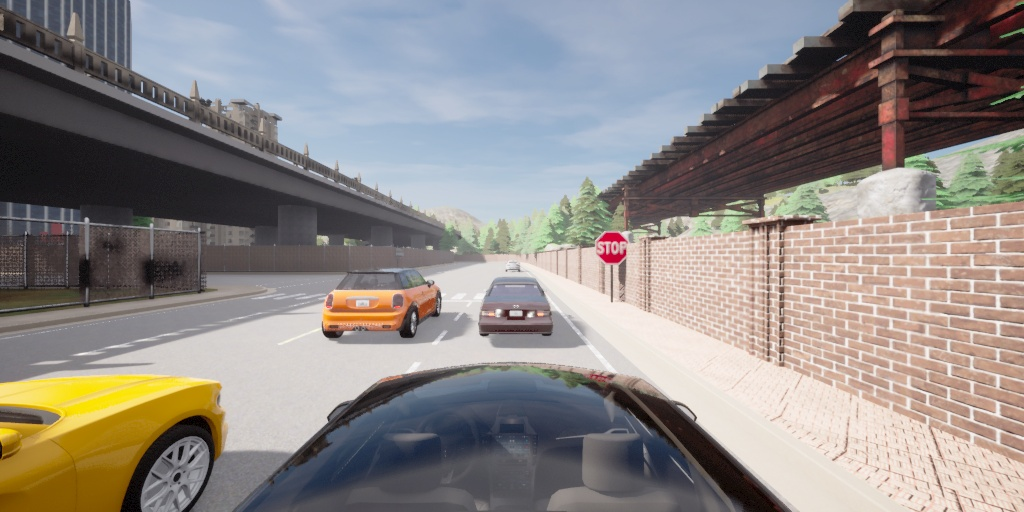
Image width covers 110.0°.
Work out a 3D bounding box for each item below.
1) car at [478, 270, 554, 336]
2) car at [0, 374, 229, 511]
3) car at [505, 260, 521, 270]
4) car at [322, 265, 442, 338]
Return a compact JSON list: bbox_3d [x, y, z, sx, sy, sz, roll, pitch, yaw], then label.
[{"bbox_3d":[0.087,1.297,10.331,2.033,1.411,5.357,0,0,0],"label":"car"},{"bbox_3d":[-3.397,1.228,1.054,1.882,1.535,5.008,0,0,0],"label":"car"},{"bbox_3d":[0.110,1.276,46.214,1.812,1.442,4.674,0,0,-1],"label":"car"},{"bbox_3d":[-3.414,1.102,10.312,2.097,1.767,4.553,0,0,0],"label":"car"}]
